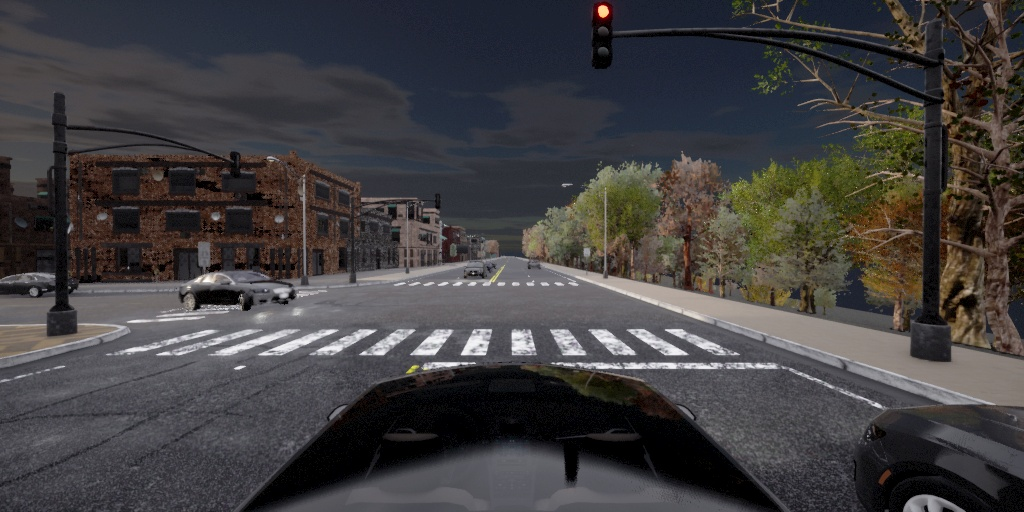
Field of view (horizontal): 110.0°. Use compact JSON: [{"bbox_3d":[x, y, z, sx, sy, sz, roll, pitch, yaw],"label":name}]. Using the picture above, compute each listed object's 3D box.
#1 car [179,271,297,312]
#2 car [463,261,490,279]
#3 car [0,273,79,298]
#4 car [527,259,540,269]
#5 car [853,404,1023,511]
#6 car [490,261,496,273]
[{"bbox_3d":[-10.937,1.337,14.338,4.902,1.511,2.128,-3,0,19],"label":"car"},{"bbox_3d":[-3.316,1.250,33.070,1.837,1.490,4.892,0,0,0],"label":"car"},{"bbox_3d":[-28.288,1.671,21.060,4.403,1.370,2.007,0,0,-1],"label":"car"},{"bbox_3d":[3.362,1.236,56.128,2.128,1.511,4.902,0,0,0],"label":"car"},{"bbox_3d":[3.348,1.255,0.518,1.837,1.490,4.892,0,0,0],"label":"car"},{"bbox_3d":[-3.325,1.346,42.992,1.895,1.301,4.718,0,0,0],"label":"car"}]
